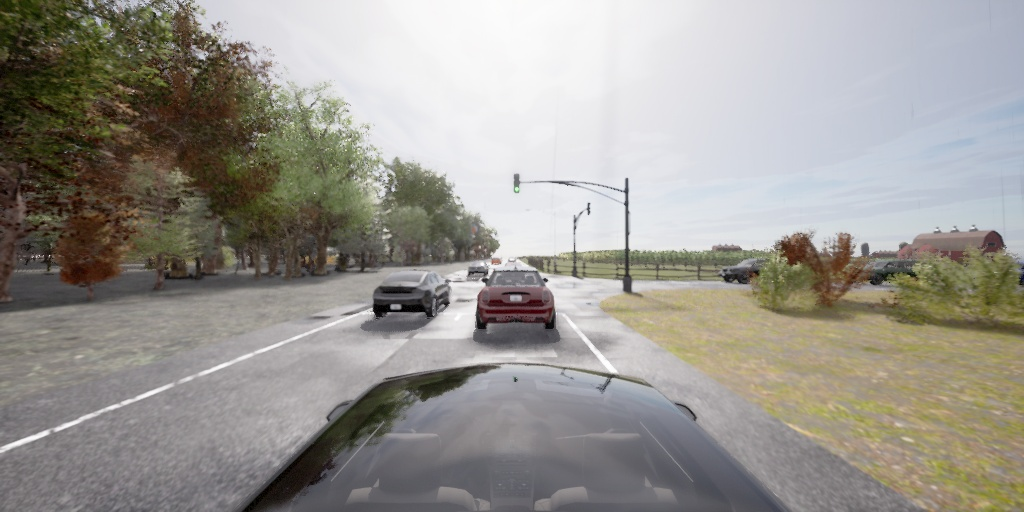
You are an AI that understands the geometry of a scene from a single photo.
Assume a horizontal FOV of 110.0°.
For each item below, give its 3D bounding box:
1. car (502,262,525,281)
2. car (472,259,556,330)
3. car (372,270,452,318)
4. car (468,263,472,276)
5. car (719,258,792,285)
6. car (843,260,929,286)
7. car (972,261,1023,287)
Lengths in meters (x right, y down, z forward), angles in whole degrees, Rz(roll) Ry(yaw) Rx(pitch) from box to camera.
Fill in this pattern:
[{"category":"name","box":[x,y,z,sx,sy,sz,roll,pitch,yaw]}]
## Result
[{"category":"car","box":[0.100,1.241,30.863,1.812,1.442,4.674,0,0,0]},{"category":"car","box":[0.099,1.092,11.261,2.097,1.767,4.553,0,0,0]},{"category":"car","box":[-3.400,1.243,12.902,1.837,1.490,4.892,0,0,0]},{"category":"car","box":[-3.398,1.256,36.670,2.033,1.411,5.357,0,0,0]},{"category":"car","box":[19.912,1.208,29.086,5.566,2.045,2.150,1,-1,0]},{"category":"car","box":[30.290,1.321,29.037,5.566,2.045,2.150,1,-1,0]},{"category":"car","box":[40.922,1.436,28.966,5.566,2.045,2.150,1,-1,1]}]
